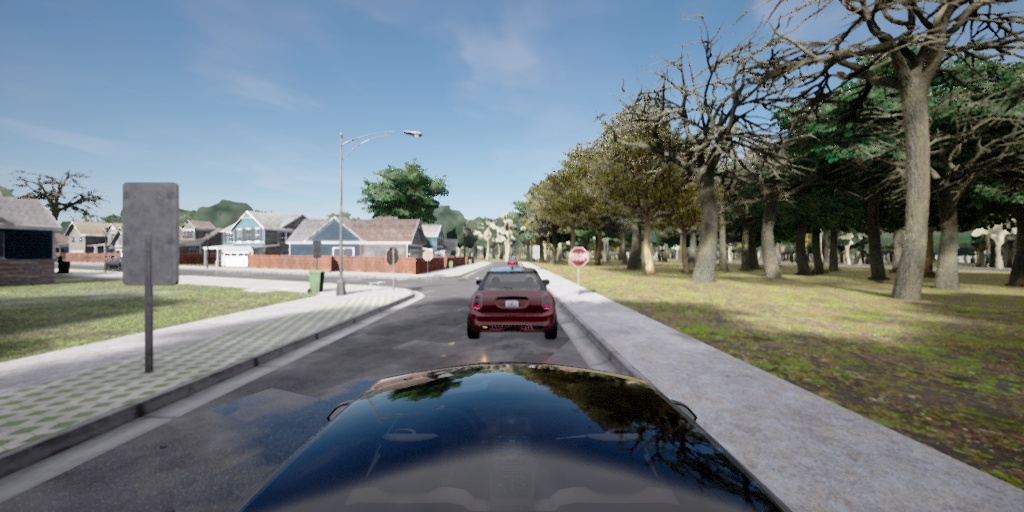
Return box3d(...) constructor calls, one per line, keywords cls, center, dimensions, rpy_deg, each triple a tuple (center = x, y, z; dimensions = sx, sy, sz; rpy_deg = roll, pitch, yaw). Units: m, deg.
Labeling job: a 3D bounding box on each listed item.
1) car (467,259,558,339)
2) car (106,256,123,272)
box3d(cls="car", center=(0.017, 1.072, 10.113), dimensions=(2.097, 1.767, 4.553), rpy_deg=(0, 0, 0))
box3d(cls="car", center=(-38.308, 0.774, 35.696), dimensions=(4.902, 1.511, 2.128), rpy_deg=(1, 0, 23))
